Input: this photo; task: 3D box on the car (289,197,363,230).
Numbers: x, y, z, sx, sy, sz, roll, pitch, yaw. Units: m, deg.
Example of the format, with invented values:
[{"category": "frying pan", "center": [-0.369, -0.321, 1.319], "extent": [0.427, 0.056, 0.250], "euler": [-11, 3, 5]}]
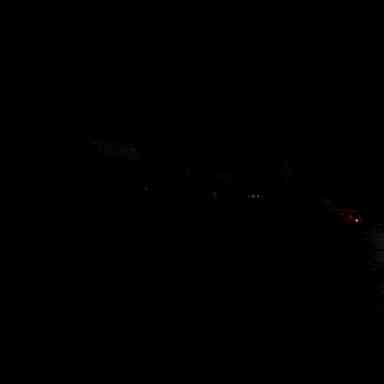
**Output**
[{"category": "car", "center": [8.240, 1.375, 22.066], "extent": [2.150, 2.045, 5.566], "euler": [2, -2, -35]}]

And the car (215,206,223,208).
[{"category": "car", "center": [2.333, 1.826, 30.434], "extent": [2.033, 1.411, 5.357], "euler": [2, -2, -36]}]

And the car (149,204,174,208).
[{"category": "car", "center": [-3.623, 1.737, 38.556], "extent": [2.097, 1.767, 4.553], "euler": [3, -2, -37]}]
